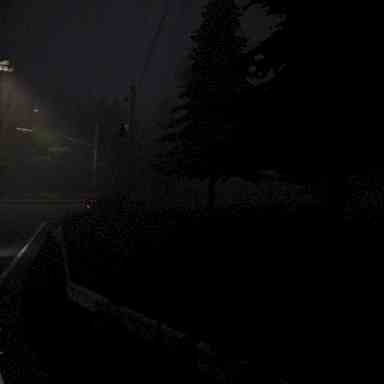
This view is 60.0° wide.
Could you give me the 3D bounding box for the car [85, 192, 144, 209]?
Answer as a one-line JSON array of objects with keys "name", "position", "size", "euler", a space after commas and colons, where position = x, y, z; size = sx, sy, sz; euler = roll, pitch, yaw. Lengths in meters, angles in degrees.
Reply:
[{"name": "car", "position": [-5.822, 0.805, 25.701], "size": [1.837, 1.490, 4.892], "euler": [4, 2, 41]}]
